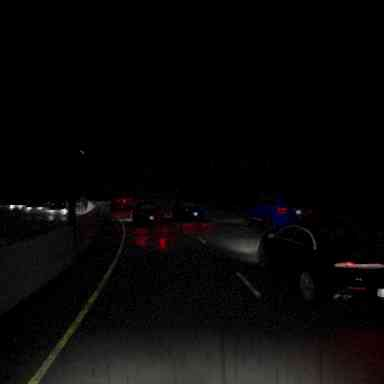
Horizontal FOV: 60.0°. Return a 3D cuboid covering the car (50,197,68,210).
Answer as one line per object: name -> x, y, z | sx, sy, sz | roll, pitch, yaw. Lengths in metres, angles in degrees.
car -> -16.765, 1.407, 41.980 | 1.837, 1.490, 4.892 | 0, 0, -19

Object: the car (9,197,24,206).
car -> -28.450, 1.473, 54.204 | 1.994, 1.385, 4.181 | 0, 0, -19

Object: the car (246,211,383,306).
car -> 3.025, 1.449, 7.959 | 2.128, 1.511, 4.902 | 0, 0, -5

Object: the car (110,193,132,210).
car -> -8.548, 1.085, 40.225 | 2.150, 2.045, 5.566 | 0, 0, -19

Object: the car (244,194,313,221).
car -> 4.906, 1.117, 19.559 | 2.150, 2.045, 5.566 | 0, 0, -11

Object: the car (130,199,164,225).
car -> -3.092, 1.438, 23.084 | 1.812, 1.442, 4.674 | 0, 0, -14

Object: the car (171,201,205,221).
car -> -0.352, 1.410, 26.352 | 1.812, 1.442, 4.674 | 0, 0, -15

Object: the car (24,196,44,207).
car -> -22.774, 1.407, 48.538 | 1.837, 1.490, 4.892 | 0, 1, -19
